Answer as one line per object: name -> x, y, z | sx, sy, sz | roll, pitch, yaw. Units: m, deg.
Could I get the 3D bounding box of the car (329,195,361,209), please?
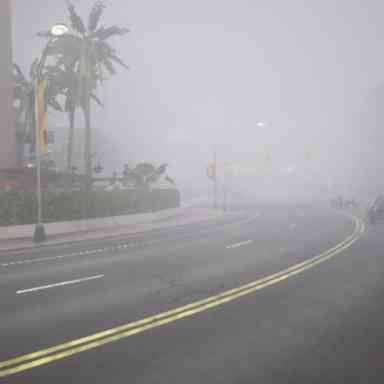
car -> 15.572, 0.994, 34.147 | 1.895, 1.301, 4.718 | -1, 1, 9

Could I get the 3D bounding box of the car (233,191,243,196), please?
car -> 13.069, 0.398, 94.569 | 2.231, 1.521, 4.892 | -1, 1, 17

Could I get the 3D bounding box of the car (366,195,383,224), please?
car -> 11.978, 0.936, 20.473 | 2.097, 1.767, 4.553 | -1, 1, 24

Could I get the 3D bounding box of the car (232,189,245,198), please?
car -> 11.040, 0.586, 77.490 | 2.097, 1.535, 5.008 | -1, 1, 7
